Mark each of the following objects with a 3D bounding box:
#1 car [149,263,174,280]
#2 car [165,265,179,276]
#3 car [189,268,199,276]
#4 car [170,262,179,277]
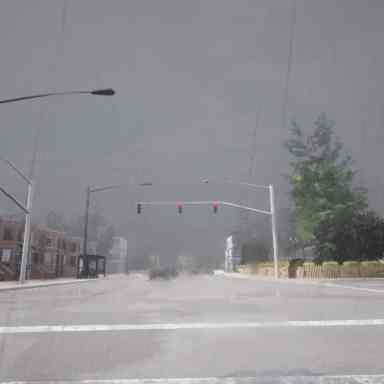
[{"bbox_3d":[-3.428,8.722,35.875,2.033,1.411,5.357,-1,-13,0],"label":"car"},{"bbox_3d":[-3.309,13.131,55.500,2.097,1.767,4.553,-1,-13,0],"label":"car"},{"bbox_3d":[0.383,14.644,61.314,2.033,1.411,5.357,-1,-13,0],"label":"car"},{"bbox_3d":[-3.370,10.787,46.092,2.150,2.045,5.566,-1,-13,0],"label":"car"}]
